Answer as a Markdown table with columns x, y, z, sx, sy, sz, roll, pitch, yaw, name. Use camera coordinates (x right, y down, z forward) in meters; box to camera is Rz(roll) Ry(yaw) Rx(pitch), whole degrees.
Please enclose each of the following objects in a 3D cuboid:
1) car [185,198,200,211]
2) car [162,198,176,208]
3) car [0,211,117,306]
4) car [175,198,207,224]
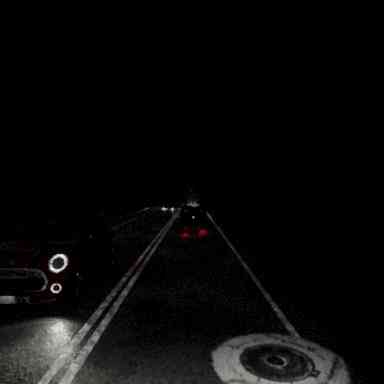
| x | y | z | sx | sy | sz | roll | pitch | yaw | name |
| --- | --- | --- | --- | --- | --- | --- | --- | --- | --- |
| 0.111 | 1.542 | 42.961 | 1.812 | 1.442 | 4.674 | 0 | 0 | 0 | car |
| -3.322 | 1.563 | 48.592 | 2.033 | 1.411 | 5.357 | 0 | 0 | 0 | car |
| -3.348 | 1.359 | 8.257 | 2.097 | 1.767 | 4.553 | 0 | 0 | 0 | car |
| 0.105 | 1.509 | 25.136 | 2.128 | 1.511 | 4.902 | 0 | 0 | 0 | car |
